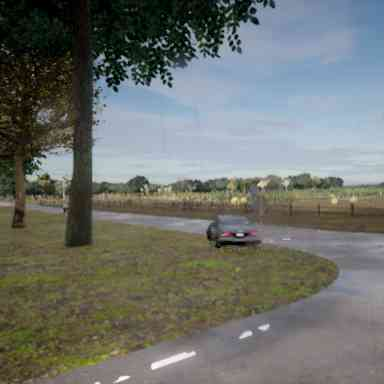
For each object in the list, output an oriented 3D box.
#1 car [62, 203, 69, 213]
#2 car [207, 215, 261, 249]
[{"bbox_3d":[-18.207,2.445,50.327,1.837,1.490,4.892,-1,0,-35],"label":"car"},{"bbox_3d":[1.865,1.824,15.846,2.033,1.411,5.357,-1,-1,-2],"label":"car"}]
